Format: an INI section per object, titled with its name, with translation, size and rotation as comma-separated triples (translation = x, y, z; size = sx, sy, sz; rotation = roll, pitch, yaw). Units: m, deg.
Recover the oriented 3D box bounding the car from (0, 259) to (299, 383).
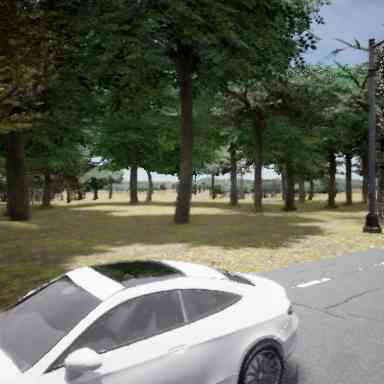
[car]
translation = -0.834, 1.521, 3.397
size = 4.674, 1.442, 1.812
rotation = 0, 0, -36
